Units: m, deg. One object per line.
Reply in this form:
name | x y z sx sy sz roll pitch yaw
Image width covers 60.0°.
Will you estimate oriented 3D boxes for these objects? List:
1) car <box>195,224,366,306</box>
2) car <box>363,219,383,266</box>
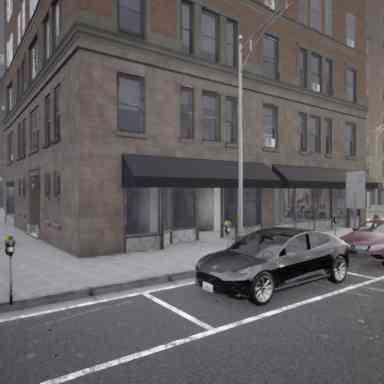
car | 2.088 1.564 8.056 4.313 1.339 1.947 0 0 -36
car | 6.550 1.579 11.274 4.206 1.307 1.802 0 0 -36
